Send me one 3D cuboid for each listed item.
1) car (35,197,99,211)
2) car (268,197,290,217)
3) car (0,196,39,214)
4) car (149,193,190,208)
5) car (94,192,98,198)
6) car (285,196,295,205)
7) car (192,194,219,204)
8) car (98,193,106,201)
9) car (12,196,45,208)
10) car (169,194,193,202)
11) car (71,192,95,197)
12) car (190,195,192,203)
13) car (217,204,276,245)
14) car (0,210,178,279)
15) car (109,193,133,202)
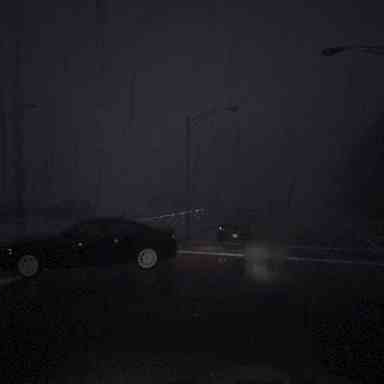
[{"bbox_3d":[-9.083,1.355,24.219,3.633,1.501,1.845,0,0,18],"label":"car"},{"bbox_3d":[7.967,1.485,31.381,1.837,1.490,4.892,0,0,19],"label":"car"},{"bbox_3d":[-15.171,1.355,29.404,3.806,1.475,1.970,0,0,18],"label":"car"},{"bbox_3d":[-3.044,1.073,41.795,4.605,1.855,1.932,0,0,18],"label":"car"},{"bbox_3d":[-21.979,1.297,67.974,3.806,1.475,1.970,0,0,18],"label":"car"},{"bbox_3d":[17.242,1.464,59.033,2.128,1.511,4.902,0,0,19],"label":"car"},{"bbox_3d":[1.557,1.124,56.812,5.027,1.636,2.152,0,0,18],"label":"car"},{"bbox_3d":[-20.342,1.013,70.932,3.866,1.878,1.905,0,0,18],"label":"car"},{"bbox_3d":[-21.779,1.273,44.270,3.633,1.501,1.845,0,0,18],"label":"car"},{"bbox_3d":[-2.229,1.256,68.713,4.514,1.523,2.007,0,0,18],"label":"car"},{"bbox_3d":[-18.562,1.248,53.730,4.514,1.523,2.007,0,0,18],"label":"car"},{"bbox_3d":[-2.511,1.051,44.681,3.866,1.878,1.905,0,0,18],"label":"car"},{"bbox_3d":[2.604,1.511,15.721,1.812,1.442,4.674,0,0,21],"label":"car"},{"bbox_3d":[-2.927,1.475,9.924,5.008,1.535,1.882,0,0,-19],"label":"car"},{"bbox_3d":[-13.927,1.044,65.314,4.605,1.855,1.932,0,0,18],"label":"car"}]
